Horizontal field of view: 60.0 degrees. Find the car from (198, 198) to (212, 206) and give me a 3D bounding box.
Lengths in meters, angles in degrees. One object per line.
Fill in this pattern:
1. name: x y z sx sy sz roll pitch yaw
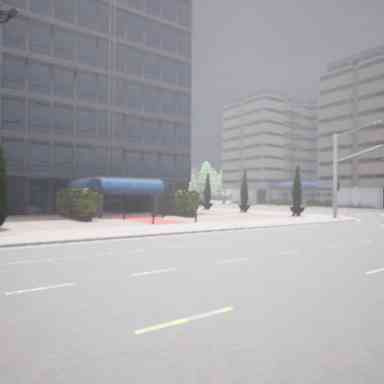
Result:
1. car: 1.945 1.923 64.009 2.128 1.511 4.902 1 0 -34
